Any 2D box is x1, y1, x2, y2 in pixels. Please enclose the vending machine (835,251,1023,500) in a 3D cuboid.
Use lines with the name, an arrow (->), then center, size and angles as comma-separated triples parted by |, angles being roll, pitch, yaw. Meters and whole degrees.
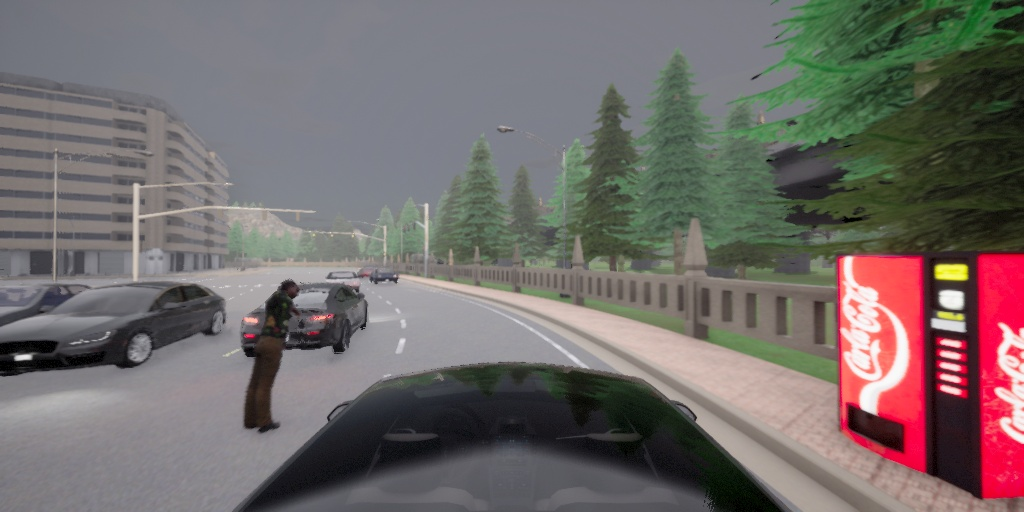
vending machine -> 3.887, 0.951, 3.284 | 1.100, 2.100, 0.880 | 0, 0, -4

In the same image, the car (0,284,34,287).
car -> -12.099, 1.416, 8.972 | 2.033, 1.411, 5.357 | 0, -1, -21

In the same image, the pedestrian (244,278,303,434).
pedestrian -> -2.980, 1.161, 4.400 | 0.375, 1.860, 0.375 | -18, -29, 36

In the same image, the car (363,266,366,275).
car -> -16.186, 1.801, 40.577 | 1.994, 1.385, 4.181 | 0, -1, -28

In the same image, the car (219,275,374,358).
car -> -4.743, 1.370, 8.755 | 1.812, 1.442, 4.674 | 0, -1, -14

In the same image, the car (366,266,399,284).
car -> -11.218, 1.717, 31.196 | 1.895, 1.301, 4.718 | 0, -1, -28

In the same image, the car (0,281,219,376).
car -> -8.249, 1.350, 7.896 | 1.837, 1.490, 4.892 | 1, -1, -16

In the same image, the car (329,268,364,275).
car -> -10.575, 1.614, 22.287 | 1.895, 1.301, 4.718 | 0, -1, -27
